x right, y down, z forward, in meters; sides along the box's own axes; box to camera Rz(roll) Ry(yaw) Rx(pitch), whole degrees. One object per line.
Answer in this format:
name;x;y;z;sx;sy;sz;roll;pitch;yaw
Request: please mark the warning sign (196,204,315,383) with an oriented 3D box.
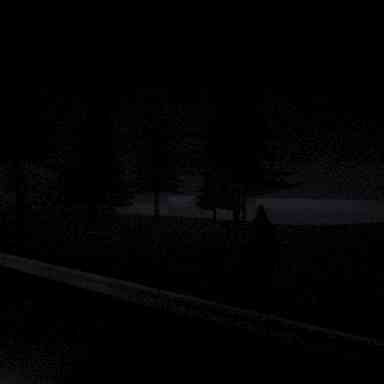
warning sign;0.867;1.116;4.349;1.060;1.860;1.300;0;0;36
